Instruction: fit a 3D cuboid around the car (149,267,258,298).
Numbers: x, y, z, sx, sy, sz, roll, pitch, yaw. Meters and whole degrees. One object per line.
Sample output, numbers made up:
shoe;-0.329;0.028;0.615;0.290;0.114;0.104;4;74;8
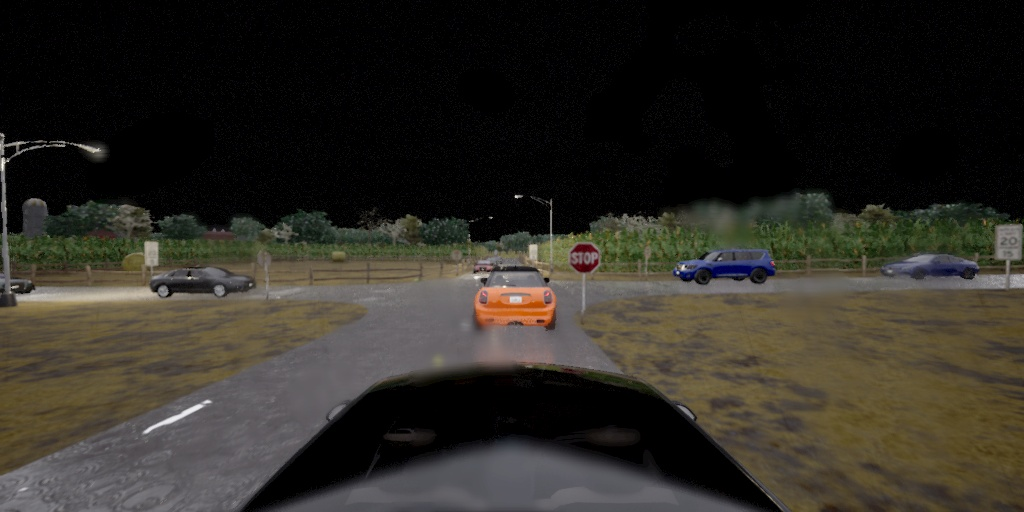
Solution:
car;-16.176;1.352;18.947;4.892;1.490;1.837;0;1;1

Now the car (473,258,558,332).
car;0.093;1.063;10.802;2.097;1.767;4.553;0;0;0

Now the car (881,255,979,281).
car;25.379;0.686;21.806;4.674;1.442;1.812;-1;1;0

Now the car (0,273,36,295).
car;-28.298;1.469;18.990;4.181;1.385;1.994;0;1;0

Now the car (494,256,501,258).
car;-2.829;0.946;48.405;1.837;1.490;4.892;0;1;0

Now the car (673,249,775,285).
car;12.810;0.621;21.800;5.566;2.045;2.150;-1;1;-1
